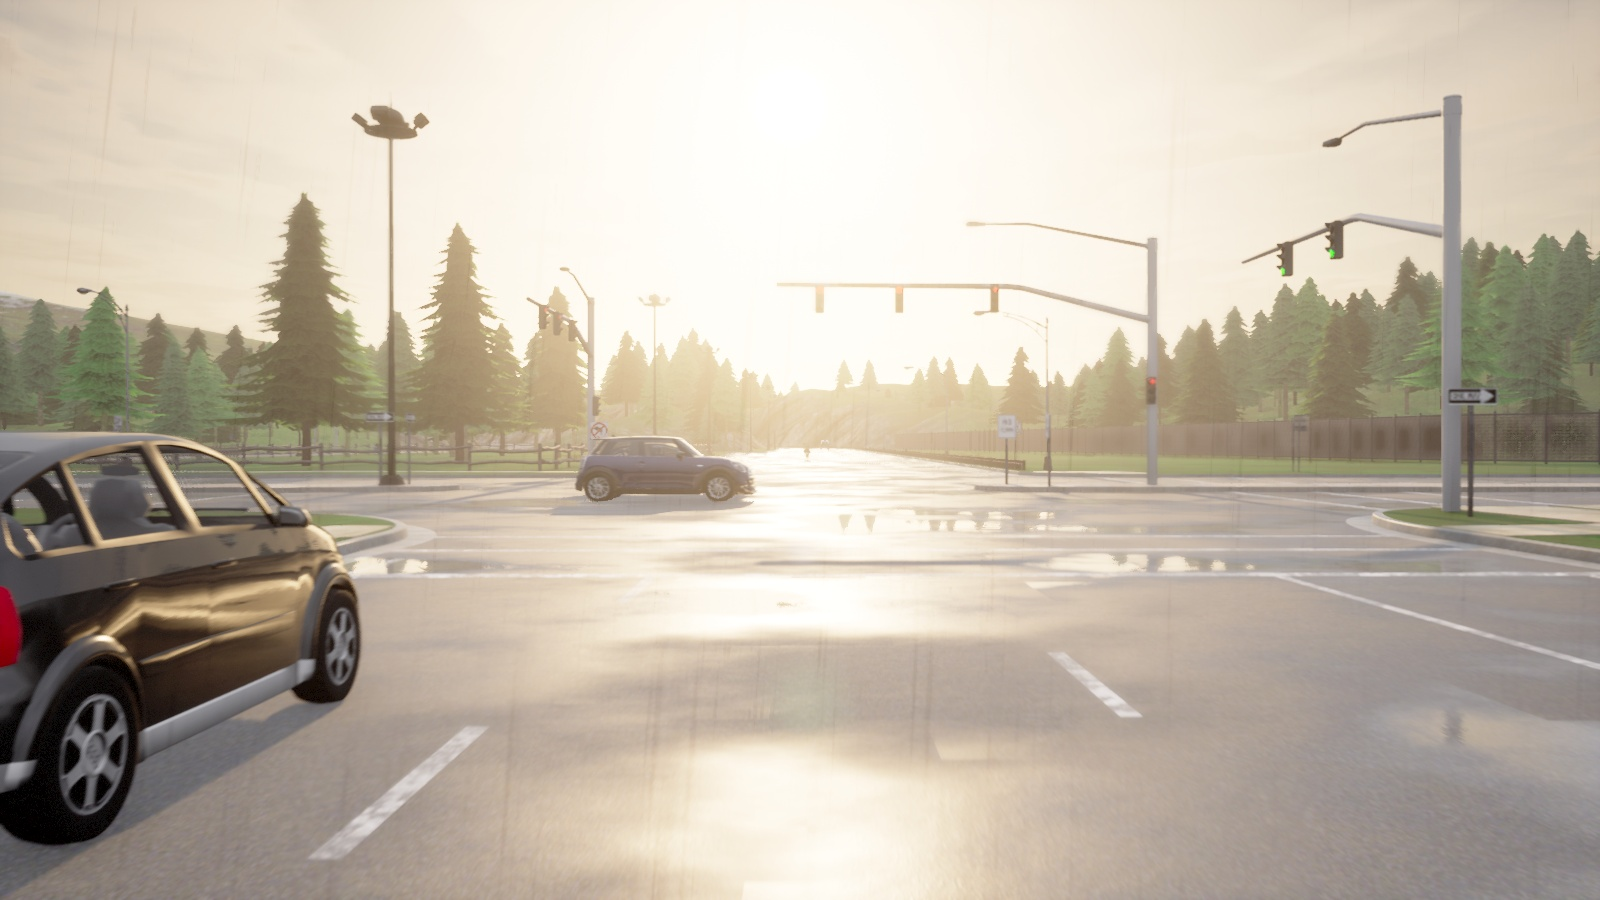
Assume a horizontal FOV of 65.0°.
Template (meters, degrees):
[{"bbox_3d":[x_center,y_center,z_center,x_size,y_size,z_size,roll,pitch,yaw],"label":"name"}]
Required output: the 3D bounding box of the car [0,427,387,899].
[{"bbox_3d":[-3.451,0.689,5.889,1.789,1.549,3.705,0,0,0],"label":"car"}]

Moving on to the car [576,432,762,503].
[{"bbox_3d":[-3.304,0.420,32.322,4.553,1.767,2.097,0,0,1],"label":"car"}]
